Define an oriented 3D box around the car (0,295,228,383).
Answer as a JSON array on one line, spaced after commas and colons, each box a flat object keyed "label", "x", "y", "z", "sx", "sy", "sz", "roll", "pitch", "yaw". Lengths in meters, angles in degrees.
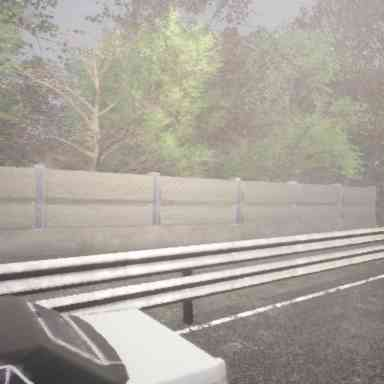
[{"label": "car", "x": -2.099, "y": 1.593, "z": 2.190, "sx": 4.718, "sy": 1.301, "sz": 1.895, "roll": 1, "pitch": -1, "yaw": -35}]
